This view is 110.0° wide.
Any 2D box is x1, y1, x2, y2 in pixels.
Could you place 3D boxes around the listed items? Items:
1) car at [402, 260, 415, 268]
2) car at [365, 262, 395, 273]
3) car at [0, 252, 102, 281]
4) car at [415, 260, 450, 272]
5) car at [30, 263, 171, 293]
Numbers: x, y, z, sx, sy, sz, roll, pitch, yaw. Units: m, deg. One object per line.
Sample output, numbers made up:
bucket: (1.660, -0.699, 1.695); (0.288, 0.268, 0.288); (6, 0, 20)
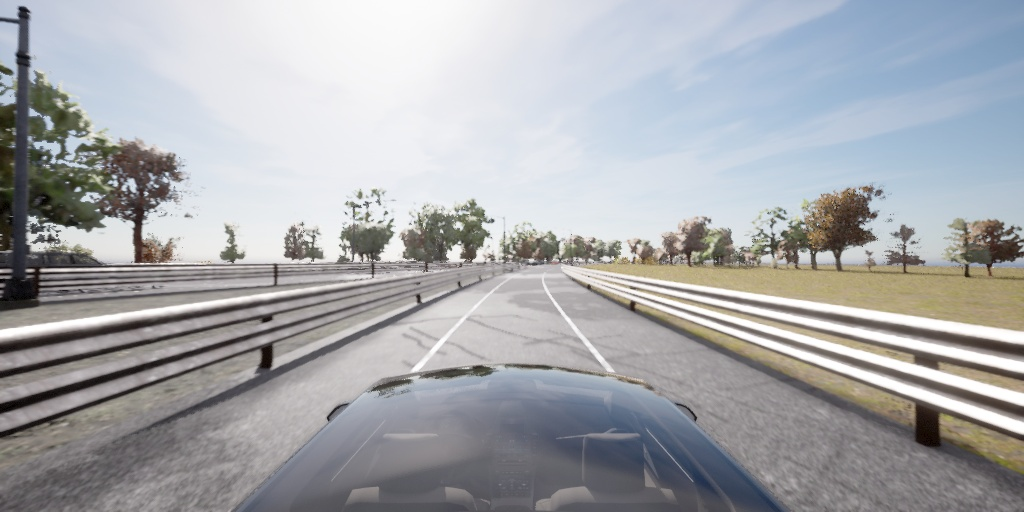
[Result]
car: (-17.035, 1.554, 61.957); (2.097, 1.767, 4.553); (0, -1, 17)
car: (-17.435, 1.492, 47.729); (1.837, 1.490, 4.892); (0, -1, 16)
car: (-24.615, 0.813, 19.706); (2.150, 2.045, 5.566); (0, -1, 14)
car: (-11.976, 1.645, 54.539); (2.033, 1.411, 5.357); (0, -1, 17)
car: (-21.245, 1.198, 19.019); (1.895, 1.301, 4.718); (0, -1, 14)
